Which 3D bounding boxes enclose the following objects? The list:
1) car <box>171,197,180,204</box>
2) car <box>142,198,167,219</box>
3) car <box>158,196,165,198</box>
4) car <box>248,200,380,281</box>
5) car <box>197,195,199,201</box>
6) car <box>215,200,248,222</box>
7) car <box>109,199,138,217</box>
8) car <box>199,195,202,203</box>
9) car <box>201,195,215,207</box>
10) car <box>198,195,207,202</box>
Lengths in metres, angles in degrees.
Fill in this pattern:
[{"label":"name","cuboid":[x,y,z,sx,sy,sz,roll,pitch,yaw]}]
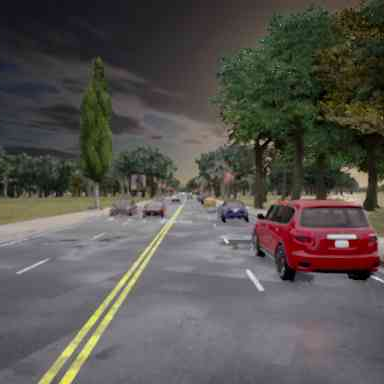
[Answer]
[{"label":"car","cuboid":[-3.538,1.781,71.409,1.895,1.301,4.718,0,0,0]},{"label":"car","cuboid":[-3.408,1.587,30.932,1.882,1.535,5.008,0,0,0]},{"label":"car","cuboid":[-6.804,1.746,73.292,1.837,1.490,4.892,0,0,0]},{"label":"car","cuboid":[3.341,1.255,10.098,2.150,2.045,5.566,0,0,0]},{"label":"car","cuboid":[2.898,1.832,79.219,1.837,1.490,4.892,0,0,0]},{"label":"car","cuboid":[3.300,1.447,27.409,2.097,1.767,4.553,0,0,0]},{"label":"car","cuboid":[-6.663,1.469,32.777,2.097,1.767,4.553,0,0,0]},{"label":"car","cuboid":[2.985,1.708,68.214,2.033,1.649,4.856,0,0,0]},{"label":"car","cuboid":[3.060,1.704,57.209,1.882,1.535,5.008,0,0,0]},{"label":"car","cuboid":[2.799,1.730,90.194,2.097,1.767,4.553,0,0,-1]}]
